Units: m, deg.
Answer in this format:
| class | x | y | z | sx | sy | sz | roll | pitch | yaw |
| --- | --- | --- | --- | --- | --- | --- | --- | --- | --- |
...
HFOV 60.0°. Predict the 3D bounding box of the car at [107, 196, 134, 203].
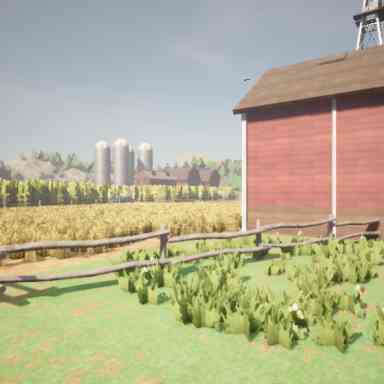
| class | x | y | z | sx | sy | sz | roll | pitch | yaw |
| --- | --- | --- | --- | --- | --- | --- | --- | --- | --- |
| car | -11.506 | 1.402 | 53.596 | 2.097 | 1.767 | 4.553 | 0 | 0 | 35 |
